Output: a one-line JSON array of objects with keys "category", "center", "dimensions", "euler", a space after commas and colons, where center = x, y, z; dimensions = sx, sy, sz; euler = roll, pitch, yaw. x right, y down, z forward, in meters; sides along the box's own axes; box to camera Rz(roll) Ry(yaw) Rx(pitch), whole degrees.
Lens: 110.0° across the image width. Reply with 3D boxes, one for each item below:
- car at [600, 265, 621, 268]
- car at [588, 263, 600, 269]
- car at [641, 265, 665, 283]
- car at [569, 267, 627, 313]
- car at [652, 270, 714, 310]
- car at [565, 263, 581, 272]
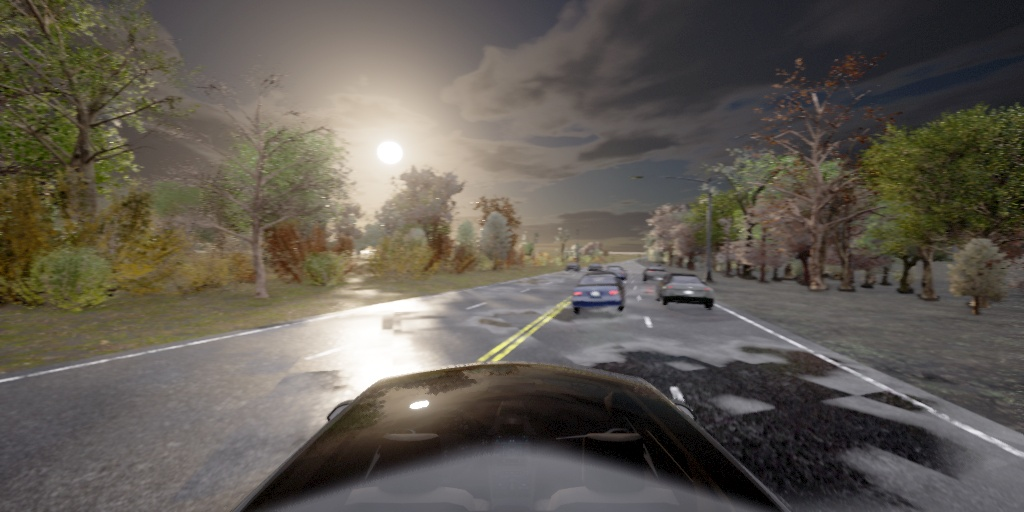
[{"category": "car", "center": [9.380, 1.609, 32.672], "dimensions": [1.994, 1.385, 4.181], "euler": [0, -1, 18]}, {"category": "car", "center": [12.386, 1.762, 53.343], "dimensions": [2.033, 1.411, 5.357], "euler": [1, 0, 18]}, {"category": "car", "center": [12.347, 1.559, 31.177], "dimensions": [2.128, 1.511, 4.902], "euler": [2, -1, 18]}, {"category": "car", "center": [3.546, 1.353, 14.359], "dimensions": [2.033, 1.411, 5.357], "euler": [-3, -2, 18]}, {"category": "car", "center": [7.588, 1.480, 16.053], "dimensions": [1.994, 1.385, 4.181], "euler": [2, -2, 18]}, {"category": "car", "center": [9.296, 1.717, 54.350], "dimensions": [2.033, 1.411, 5.357], "euler": [1, 0, 18]}]
